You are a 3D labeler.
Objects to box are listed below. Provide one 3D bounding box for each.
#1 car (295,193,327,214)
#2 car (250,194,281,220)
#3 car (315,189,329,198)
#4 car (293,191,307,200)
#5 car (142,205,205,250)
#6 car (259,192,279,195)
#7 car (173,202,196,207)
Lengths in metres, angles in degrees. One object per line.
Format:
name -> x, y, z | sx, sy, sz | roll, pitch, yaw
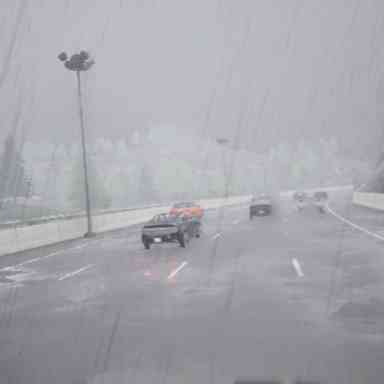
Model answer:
car -> 10.109, 1.080, 28.489 | 1.895, 1.301, 4.718 | -5, -1, 18
car -> 5.811, 1.271, 26.736 | 1.882, 1.535, 5.008 | -5, -1, 18
car -> 21.736, 0.307, 55.837 | 1.882, 1.535, 5.008 | -5, -1, 28
car -> 18.949, 0.555, 57.995 | 2.128, 1.511, 4.902 | -5, -1, 28
car -> -0.818, 1.698, 15.804 | 2.128, 1.511, 4.902 | -5, -1, 14
car -> 12.989, 0.839, 54.036 | 2.097, 1.767, 4.553 | -5, -1, 26
car -> -0.412, 1.656, 30.091 | 2.097, 1.767, 4.553 | -4, 0, 18
